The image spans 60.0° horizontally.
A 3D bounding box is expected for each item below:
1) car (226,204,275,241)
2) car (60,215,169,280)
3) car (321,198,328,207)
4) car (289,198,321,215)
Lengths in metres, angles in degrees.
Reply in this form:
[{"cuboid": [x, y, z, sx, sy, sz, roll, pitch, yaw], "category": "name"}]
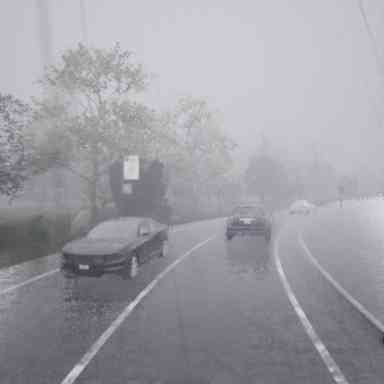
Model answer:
[{"cuboid": [3.138, 1.411, 17.290, 2.097, 1.767, 4.553, -1, -1, 16], "category": "car"}, {"cuboid": [-2.121, 1.541, 10.409, 1.882, 1.535, 5.008, -1, -1, 11], "category": "car"}, {"cuboid": [17.499, 1.556, 47.039, 1.895, 1.301, 4.718, -4, -1, 42], "category": "car"}, {"cuboid": [11.310, 1.568, 33.799, 1.812, 1.442, 4.674, -3, -2, 34], "category": "car"}]
